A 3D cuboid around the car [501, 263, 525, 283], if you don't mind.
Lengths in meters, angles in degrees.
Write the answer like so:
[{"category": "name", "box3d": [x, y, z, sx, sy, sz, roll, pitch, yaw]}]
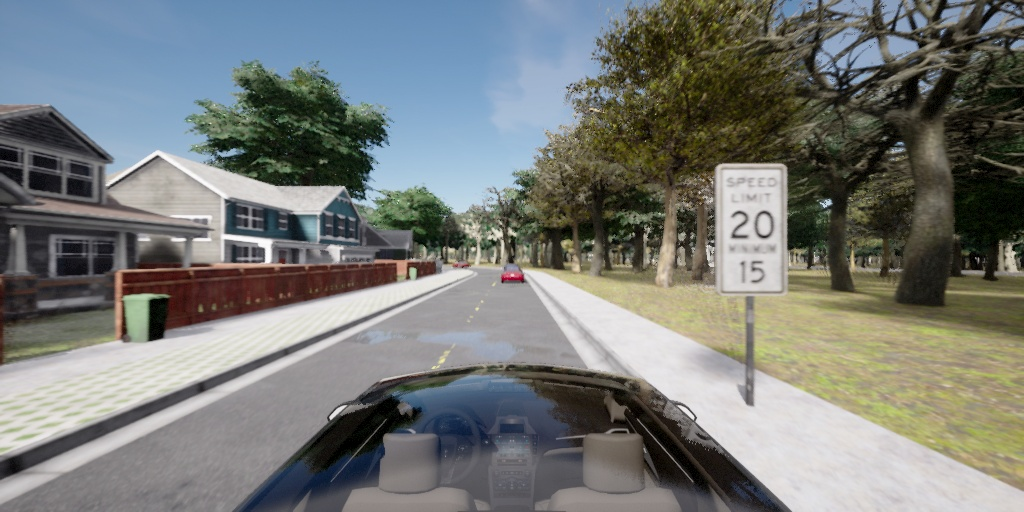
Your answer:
[{"category": "car", "box3d": [0.060, 1.497, 30.465, 1.994, 1.385, 4.181, 0, 0, 1]}]
